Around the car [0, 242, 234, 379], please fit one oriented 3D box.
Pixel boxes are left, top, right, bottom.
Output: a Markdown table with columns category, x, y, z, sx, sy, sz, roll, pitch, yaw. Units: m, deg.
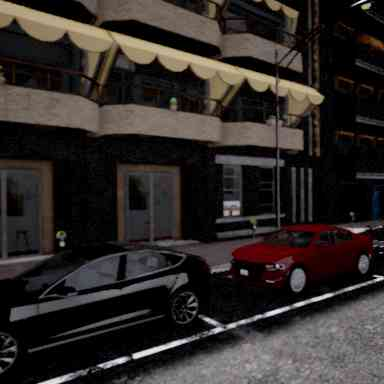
| category | x | y | z | sx | sy | sz | roll | pitch | yaw |
| --- | --- | --- | --- | --- | --- | --- | --- | --- | --- |
| car | -1.625 | 1.565 | 5.414 | 4.313 | 1.339 | 1.947 | 0 | -1 | -36 |

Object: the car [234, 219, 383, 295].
| category | x | y | z | sx | sy | sz | roll | pitch | yaw |
| --- | --- | --- | --- | --- | --- | --- | --- | --- | --- |
| car | 2.995 | 1.542 | 8.714 | 4.507 | 1.381 | 1.887 | 0 | -1 | -36 |
